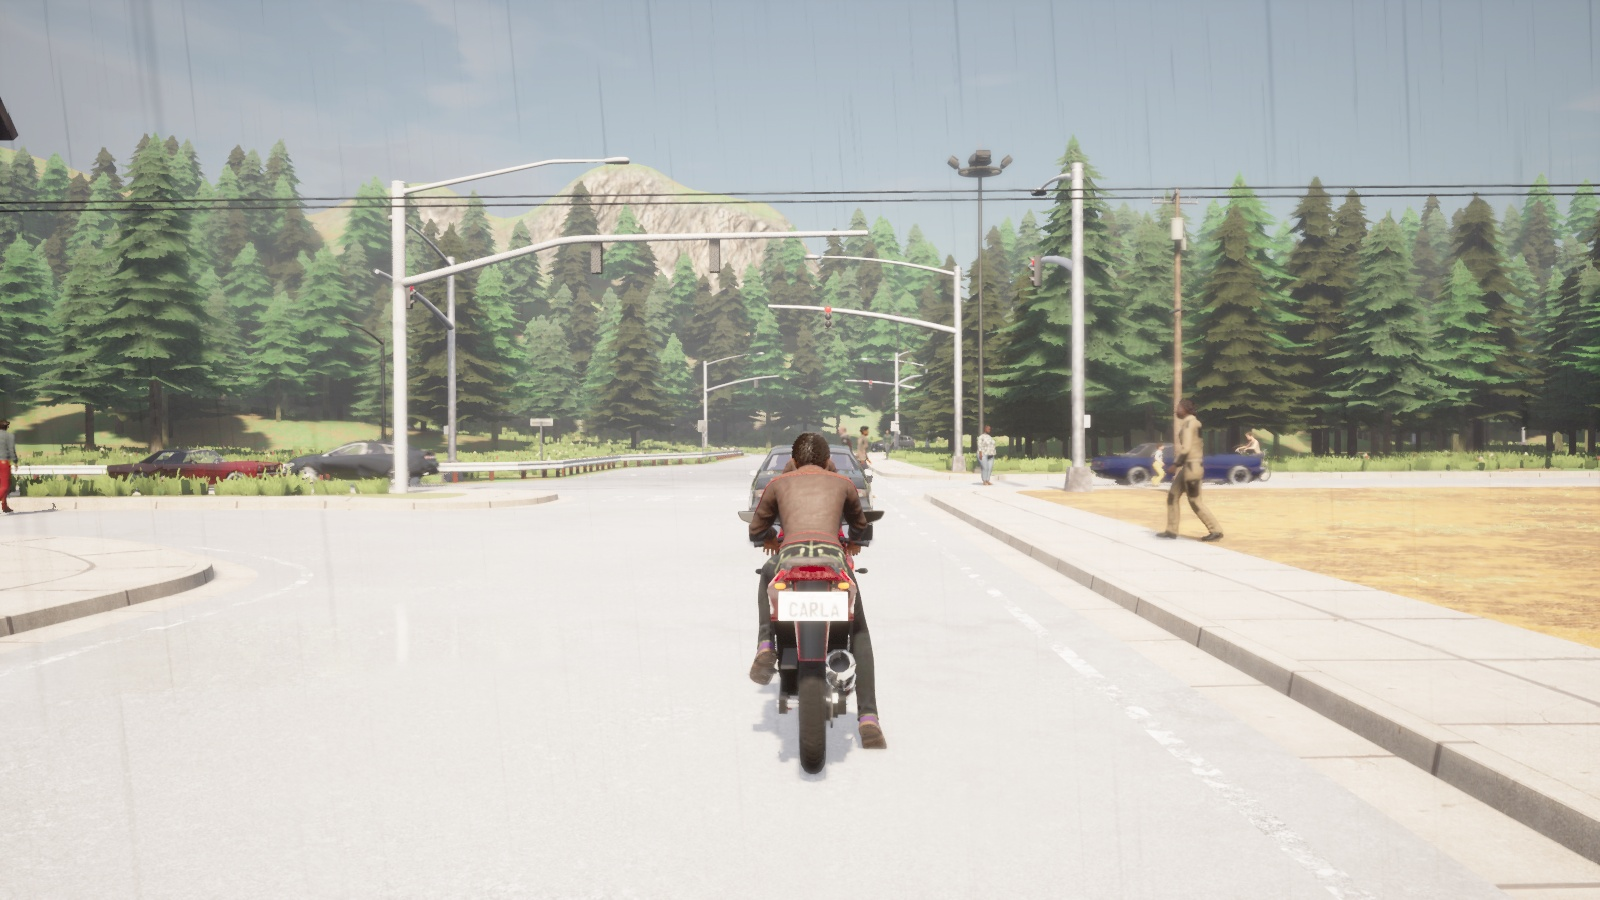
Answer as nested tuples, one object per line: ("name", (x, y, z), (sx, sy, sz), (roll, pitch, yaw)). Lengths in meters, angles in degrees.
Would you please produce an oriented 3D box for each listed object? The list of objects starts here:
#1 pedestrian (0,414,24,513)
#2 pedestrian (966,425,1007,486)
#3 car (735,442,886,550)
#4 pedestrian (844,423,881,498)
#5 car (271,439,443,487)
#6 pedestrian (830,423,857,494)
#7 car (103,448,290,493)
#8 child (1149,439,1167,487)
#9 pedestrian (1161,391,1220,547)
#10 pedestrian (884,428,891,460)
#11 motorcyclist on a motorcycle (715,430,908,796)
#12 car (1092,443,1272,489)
("pedestrian", (-15.066, 0.253, 23.762), (0.353, 1.847, 0.614), (0, 1, 1))
("pedestrian", (5.746, 0.162, 38.668), (0.874, 1.855, 0.900), (-1, 1, -36))
("car", (0.165, 0.601, 19.547), (2.033, 1.411, 5.357), (0, 1, 1))
("pedestrian", (1.505, 0.248, 30.188), (0.869, 1.805, 0.328), (0, 1, -2))
("car", (-14.393, 0.400, 41.046), (4.902, 1.511, 2.128), (0, 1, -4))
("pedestrian", (1.142, 0.221, 33.068), (0.720, 1.854, 0.376), (0, 1, 1))
("car", (-18.043, 0.596, 37.681), (4.718, 1.301, 1.895), (0, 1, 1))
("child", (9.372, 0.334, 32.869), (0.437, 1.263, 0.270), (0, 1, 13))
("pedestrian", (4.911, 0.233, 15.793), (0.692, 1.930, 0.396), (0, 1, 18))
("pedestrian", (5.094, -0.336, 73.264), (0.353, 1.847, 0.614), (0, 1, 0))
("motorcyclist on a motorcycle", (0.057, 0.671, 6.254), (0.797, 1.523, 2.044), (0, 1, 0))
("car", (11.143, 0.459, 36.888), (4.718, 1.301, 1.895), (0, 1, 1))
